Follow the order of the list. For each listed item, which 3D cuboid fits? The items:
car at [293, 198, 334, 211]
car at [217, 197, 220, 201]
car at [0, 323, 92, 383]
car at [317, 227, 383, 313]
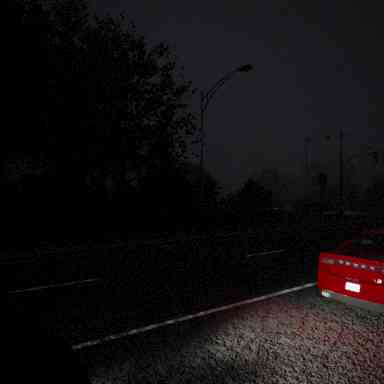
[{"bbox_3d":[14.463,1.478,39.831,1.882,1.535,5.008,0,0,-33],"label":"car"},{"bbox_3d":[3.913,1.454,56.641,1.812,1.442,4.674,0,1,-32],"label":"car"},{"bbox_3d":[-2.980,1.492,1.628,4.902,1.511,2.128,0,0,-35],"label":"car"},{"bbox_3d":[4.771,1.478,7.128,5.008,1.535,1.882,0,0,-35],"label":"car"}]
